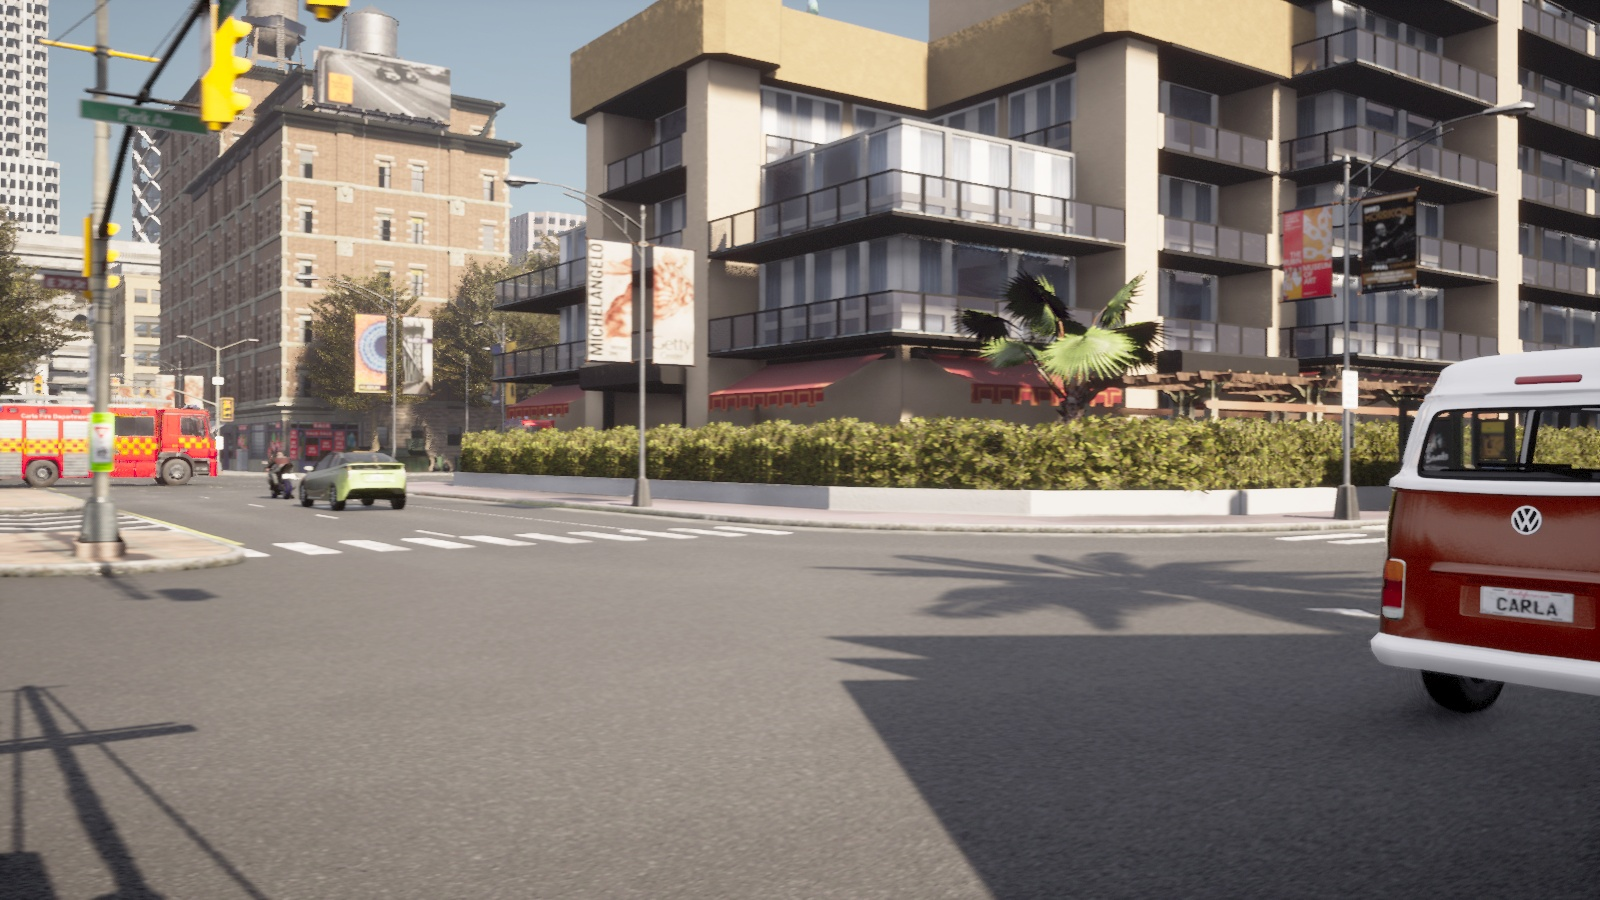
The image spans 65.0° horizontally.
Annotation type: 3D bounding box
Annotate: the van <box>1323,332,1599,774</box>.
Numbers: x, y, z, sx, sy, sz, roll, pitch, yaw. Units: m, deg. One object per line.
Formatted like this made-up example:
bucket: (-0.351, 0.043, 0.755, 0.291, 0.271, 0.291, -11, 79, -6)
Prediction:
van: (5.317, 0.475, 7.361, 4.480, 2.038, 2.069, 0, 0, -35)

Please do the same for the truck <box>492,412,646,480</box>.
truck: (-13.568, -0.211, 74.190, 8.468, 3.827, 2.891, 0, 0, -36)

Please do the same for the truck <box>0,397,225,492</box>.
truck: (-29.619, -0.225, 54.068, 8.468, 3.827, 2.891, 0, 0, -36)

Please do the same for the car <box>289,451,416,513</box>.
car: (-11.934, 0.798, 33.313, 2.007, 1.525, 4.514, 0, 0, -35)

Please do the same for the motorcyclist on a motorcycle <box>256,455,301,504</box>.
motorcyclist on a motorcycle: (-16.552, 0.912, 39.830, 0.866, 1.530, 2.191, 0, 0, -35)
